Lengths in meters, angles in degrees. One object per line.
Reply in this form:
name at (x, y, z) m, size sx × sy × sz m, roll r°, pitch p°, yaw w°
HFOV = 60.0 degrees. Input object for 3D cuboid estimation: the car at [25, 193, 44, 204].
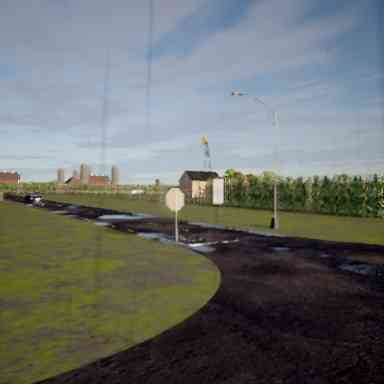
car at (-22.411, 0.854, 47.260) m, size 2.128 × 1.511 × 4.902 m, roll 0°, pitch 1°, yaw -36°
